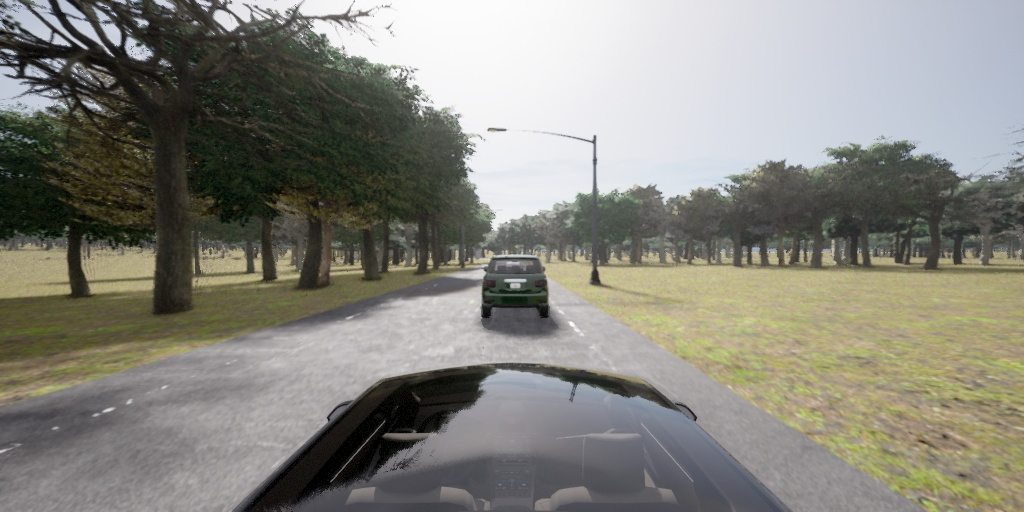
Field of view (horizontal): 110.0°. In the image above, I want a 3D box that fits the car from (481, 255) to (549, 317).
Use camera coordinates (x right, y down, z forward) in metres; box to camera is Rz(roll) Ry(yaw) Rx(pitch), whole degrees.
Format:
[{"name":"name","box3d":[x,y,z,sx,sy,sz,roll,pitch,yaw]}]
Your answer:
[{"name":"car","box3d":[0.102,0.974,13.274,2.150,2.045,5.566,0,0,0]}]
